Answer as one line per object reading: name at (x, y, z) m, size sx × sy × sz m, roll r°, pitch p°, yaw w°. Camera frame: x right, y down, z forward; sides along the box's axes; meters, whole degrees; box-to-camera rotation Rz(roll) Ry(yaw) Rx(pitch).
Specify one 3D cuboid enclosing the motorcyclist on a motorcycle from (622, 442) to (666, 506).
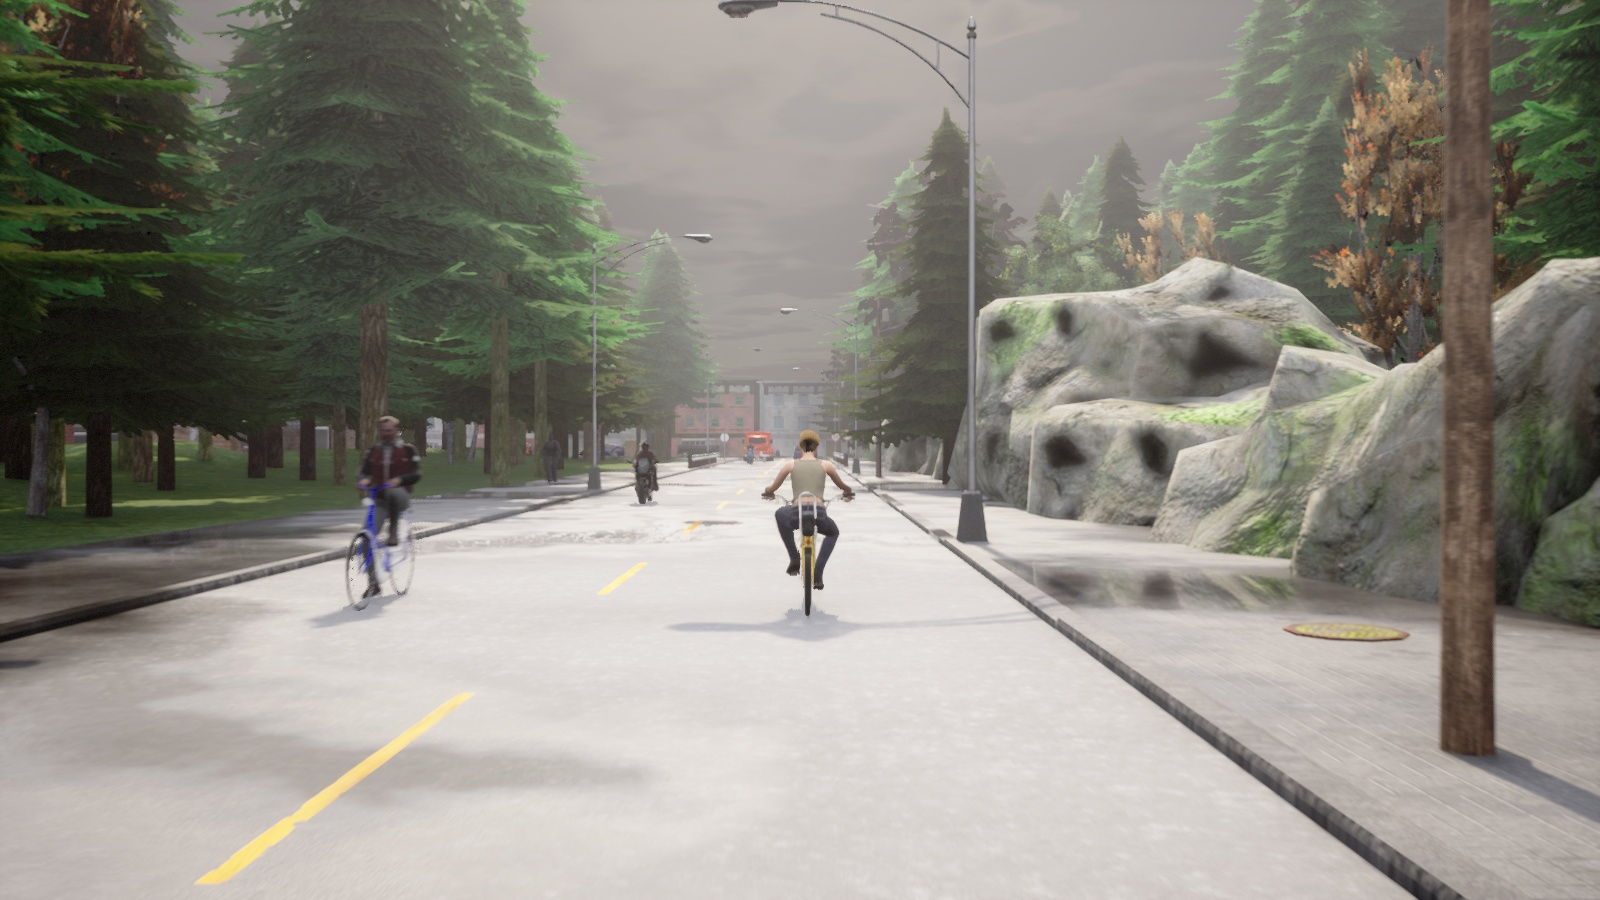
motorcyclist on a motorcycle at (-3.812, 0.571, 30.845) m, size 0.797 × 1.523 × 2.044 m, roll 0°, pitch 0°, yaw 0°

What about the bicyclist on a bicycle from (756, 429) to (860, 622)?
bicyclist on a bicycle at (0.074, 0.627, 11.266) m, size 0.866 × 1.612 × 1.509 m, roll 0°, pitch 0°, yaw 1°

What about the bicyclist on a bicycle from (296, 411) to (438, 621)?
bicyclist on a bicycle at (-3.920, 0.556, 11.517) m, size 0.659 × 1.776 × 1.843 m, roll 0°, pitch 0°, yaw 0°

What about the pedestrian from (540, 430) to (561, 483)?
pedestrian at (-8.812, 0.227, 44.350) m, size 0.563 × 1.883 × 0.849 m, roll 0°, pitch 0°, yaw -1°
